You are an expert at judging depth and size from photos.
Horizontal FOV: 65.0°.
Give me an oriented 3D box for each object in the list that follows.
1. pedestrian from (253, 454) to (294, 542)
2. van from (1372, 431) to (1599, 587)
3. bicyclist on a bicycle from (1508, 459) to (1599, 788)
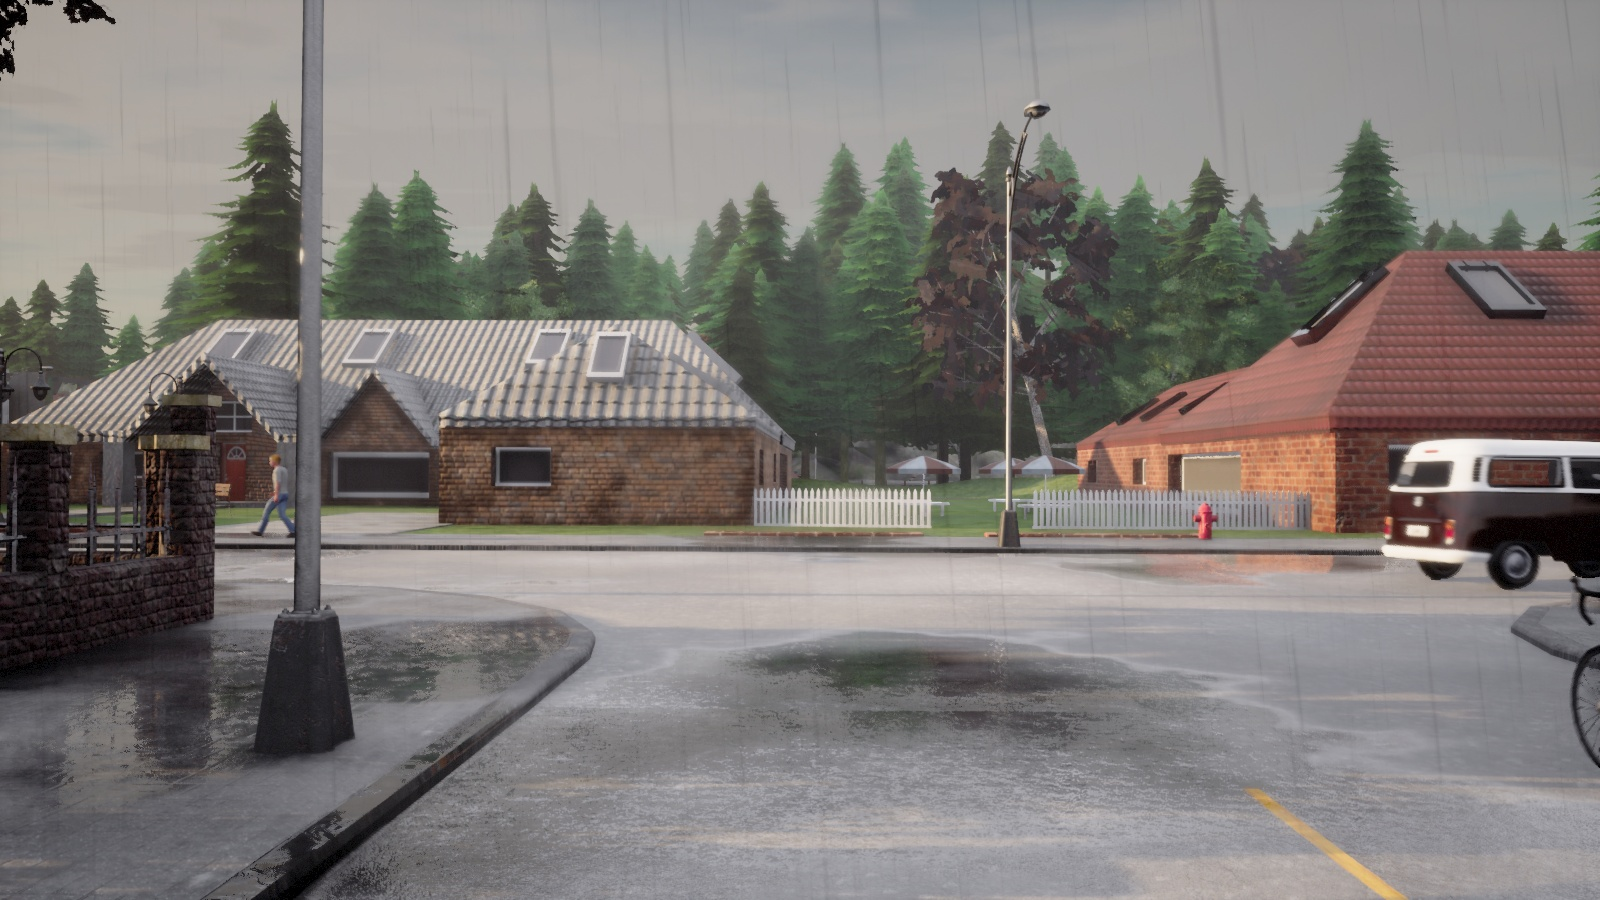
[{"bbox_3d":[-11.074,1.009,26.434,0.706,1.836,0.354,0,-1,1],"label":"pedestrian"},{"bbox_3d":[10.808,0.793,17.798,4.480,2.038,2.069,0,-1,-9],"label":"van"},{"bbox_3d":[4.227,0.854,6.156,0.582,1.620,1.656,0,-1,1],"label":"bicyclist on a bicycle"}]
